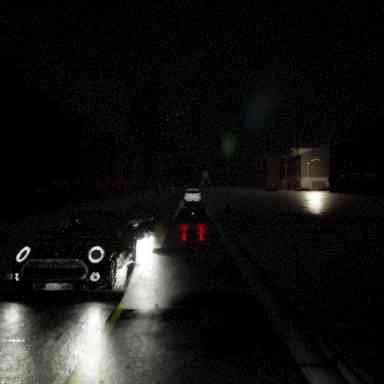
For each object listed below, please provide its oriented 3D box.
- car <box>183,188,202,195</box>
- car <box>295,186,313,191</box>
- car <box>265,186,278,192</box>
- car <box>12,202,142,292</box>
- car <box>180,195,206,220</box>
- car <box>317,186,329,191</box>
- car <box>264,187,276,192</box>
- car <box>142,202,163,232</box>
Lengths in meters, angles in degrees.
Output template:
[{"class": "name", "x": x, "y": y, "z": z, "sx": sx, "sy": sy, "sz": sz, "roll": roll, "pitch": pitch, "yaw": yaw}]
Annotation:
[{"class": "car", "x": 0.081, "y": 0.534, "z": 43.475, "sx": 2.150, "sy": 2.045, "sz": 5.566, "roll": 0, "pitch": 2, "yaw": 0}, {"class": "car", "x": 26.550, "y": -0.661, "z": 78.884, "sx": 4.206, "sy": 1.307, "sz": 1.802, "roll": -1, "pitch": 1, "yaw": 0}, {"class": "car", "x": 18.780, "y": -0.739, "z": 77.156, "sx": 1.802, "sy": 1.307, "sz": 4.206, "roll": 1, "pitch": 1, "yaw": 0}, {"class": "car", "x": -2.844, "y": 1.323, "z": 9.036, "sx": 2.097, "sy": 1.767, "sz": 4.553, "roll": 0, "pitch": 0, "yaw": 0}, {"class": "car", "x": 0.079, "y": 1.254, "z": 25.588, "sx": 2.128, "sy": 1.511, "sz": 4.902, "roll": 0, "pitch": 1, "yaw": 0}, {"class": "car", "x": 31.813, "y": -0.726, "z": 78.884, "sx": 4.313, "sy": 1.339, "sz": 1.947, "roll": -1, "pitch": 1, "yaw": 0}, {"class": "car", "x": 18.791, "y": -0.615, "z": 80.083, "sx": 1.947, "sy": 1.339, "sz": 4.313, "roll": 1, "pitch": 1, "yaw": 0}, {"class": "car", "x": -2.784, "y": 1.357, "z": 19.284, "sx": 2.128, "sy": 1.511, "sz": 4.902, "roll": 0, "pitch": 1, "yaw": 1}]
